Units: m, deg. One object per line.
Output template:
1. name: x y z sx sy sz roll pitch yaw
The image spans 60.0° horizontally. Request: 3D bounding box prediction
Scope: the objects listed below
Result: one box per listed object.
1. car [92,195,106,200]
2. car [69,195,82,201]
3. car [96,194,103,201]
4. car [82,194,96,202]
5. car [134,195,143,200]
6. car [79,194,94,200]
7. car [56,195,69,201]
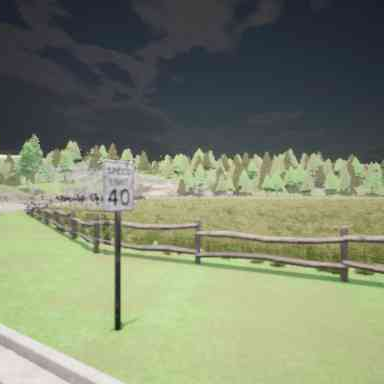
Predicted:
1. car: -24.584 1.386 87.979 1.895 1.301 4.718 0 0 10
2. car: -26.369 1.504 78.106 1.994 1.385 4.181 0 0 10
3. car: -19.555 1.425 76.451 1.882 1.535 5.008 0 0 10
4. car: -22.906 1.301 77.590 2.097 1.767 4.553 0 0 10
5. car: -14.257 1.352 86.081 1.994 1.385 4.181 0 0 10
6. car: -28.033 1.266 88.572 1.882 1.535 5.008 0 0 10
7. car: -29.887 1.416 78.319 1.882 1.535 5.008 0 0 10
